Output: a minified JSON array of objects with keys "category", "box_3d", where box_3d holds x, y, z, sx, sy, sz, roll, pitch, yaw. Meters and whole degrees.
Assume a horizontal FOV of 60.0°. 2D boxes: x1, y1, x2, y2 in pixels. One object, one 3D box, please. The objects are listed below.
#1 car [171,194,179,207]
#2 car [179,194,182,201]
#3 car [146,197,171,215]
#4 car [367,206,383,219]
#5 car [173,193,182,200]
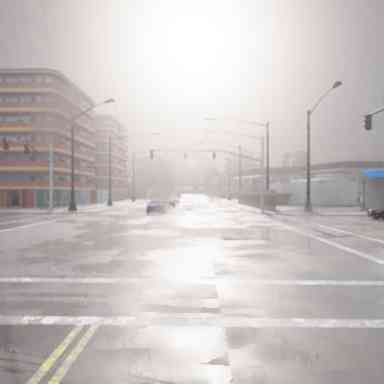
[{"category":"car","box_3d":[-3.518,1.475,51.203,2.128,1.511,4.902,0,0,0]},{"category":"car","box_3d":[-3.449,1.503,65.485,1.812,1.442,4.674,0,0,0]},{"category":"car","box_3d":[-3.554,1.455,34.141,1.882,1.535,5.008,0,-1,0]},{"category":"car","box_3d":[16.639,1.496,26.558,4.892,1.490,1.837,0,0,0]},{"category":"car","box_3d":[-3.404,1.065,80.620,1.882,1.535,5.008,0,0,0]}]
